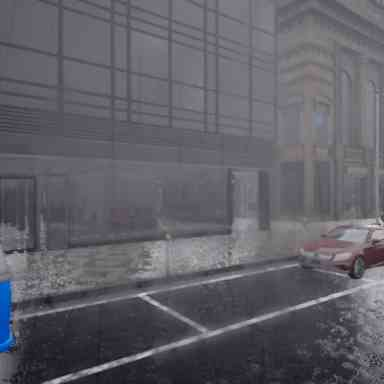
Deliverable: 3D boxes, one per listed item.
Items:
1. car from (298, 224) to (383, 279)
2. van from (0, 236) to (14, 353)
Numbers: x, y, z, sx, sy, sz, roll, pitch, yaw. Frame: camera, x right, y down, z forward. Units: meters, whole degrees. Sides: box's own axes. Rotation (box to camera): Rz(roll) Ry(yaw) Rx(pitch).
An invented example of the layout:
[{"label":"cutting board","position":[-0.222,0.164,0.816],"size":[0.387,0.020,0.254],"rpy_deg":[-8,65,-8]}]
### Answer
[{"label":"car","position":[5.024,1.651,10.130],"size":[4.206,1.307,1.802],"rpy_deg":[0,-1,-36]},{"label":"van","position":[-4.131,1.331,3.597],"size":[3.998,1.788,1.690],"rpy_deg":[1,-1,-36]}]
